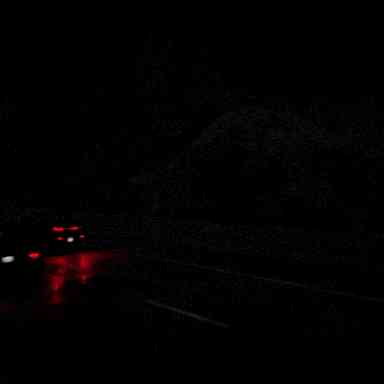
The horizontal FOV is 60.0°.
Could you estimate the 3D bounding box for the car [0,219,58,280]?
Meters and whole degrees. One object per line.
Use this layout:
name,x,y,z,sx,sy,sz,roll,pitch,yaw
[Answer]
car,-6.131,1.600,9.340,5.357,1.411,2.033,0,-1,41

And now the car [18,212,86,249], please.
car,-6.458,1.602,14.270,4.902,1.511,2.128,0,-1,41
